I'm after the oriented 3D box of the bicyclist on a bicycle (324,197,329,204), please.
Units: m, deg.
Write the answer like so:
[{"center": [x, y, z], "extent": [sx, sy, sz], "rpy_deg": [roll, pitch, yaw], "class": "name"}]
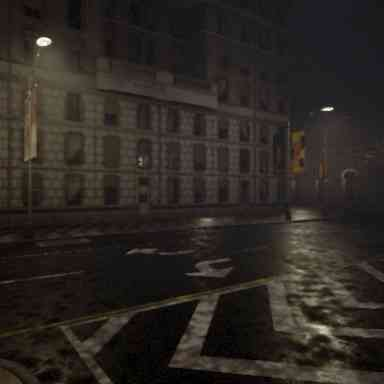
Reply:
[{"center": [24.922, 1.352, 61.740], "extent": [1.656, 1.620, 0.582], "rpy_deg": [0, 0, -34], "class": "bicyclist on a bicycle"}]
